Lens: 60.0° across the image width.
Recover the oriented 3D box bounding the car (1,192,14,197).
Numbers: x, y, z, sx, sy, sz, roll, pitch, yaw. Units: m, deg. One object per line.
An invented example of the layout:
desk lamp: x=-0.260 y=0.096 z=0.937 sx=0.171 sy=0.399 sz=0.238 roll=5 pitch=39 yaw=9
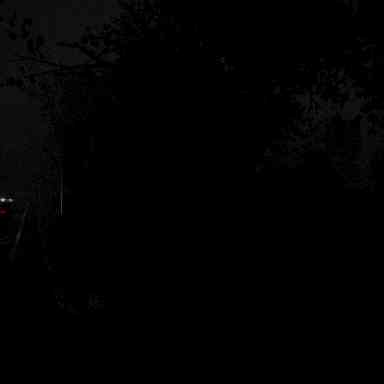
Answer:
car: x=-38.043 y=0.627 z=68.610 sx=1.994 sy=1.385 sz=4.181 roll=0 pitch=1 yaw=-22

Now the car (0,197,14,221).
car: x=-14.459 y=1.394 z=24.637 sx=2.033 sy=1.411 sz=5.357 roll=0 pitch=1 yaw=-26
